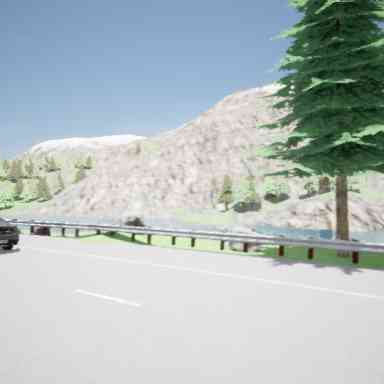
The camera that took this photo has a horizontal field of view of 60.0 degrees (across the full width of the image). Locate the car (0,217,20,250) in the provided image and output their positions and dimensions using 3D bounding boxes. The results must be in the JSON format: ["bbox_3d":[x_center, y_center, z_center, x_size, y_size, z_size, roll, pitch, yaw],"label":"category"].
[{"bbox_3d":[-9.569,1.743,14.411,4.892,1.490,1.837,0,-2,29],"label":"car"}]
